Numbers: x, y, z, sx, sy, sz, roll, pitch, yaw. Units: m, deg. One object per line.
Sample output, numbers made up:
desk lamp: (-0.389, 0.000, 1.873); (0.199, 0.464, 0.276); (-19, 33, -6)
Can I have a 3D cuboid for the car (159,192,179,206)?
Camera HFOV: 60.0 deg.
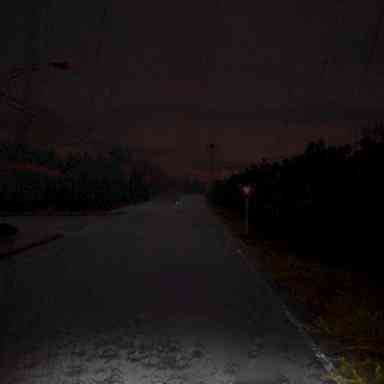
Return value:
car: (-3.576, 0.988, 49.245); (2.150, 2.045, 5.566); (0, 0, 0)
